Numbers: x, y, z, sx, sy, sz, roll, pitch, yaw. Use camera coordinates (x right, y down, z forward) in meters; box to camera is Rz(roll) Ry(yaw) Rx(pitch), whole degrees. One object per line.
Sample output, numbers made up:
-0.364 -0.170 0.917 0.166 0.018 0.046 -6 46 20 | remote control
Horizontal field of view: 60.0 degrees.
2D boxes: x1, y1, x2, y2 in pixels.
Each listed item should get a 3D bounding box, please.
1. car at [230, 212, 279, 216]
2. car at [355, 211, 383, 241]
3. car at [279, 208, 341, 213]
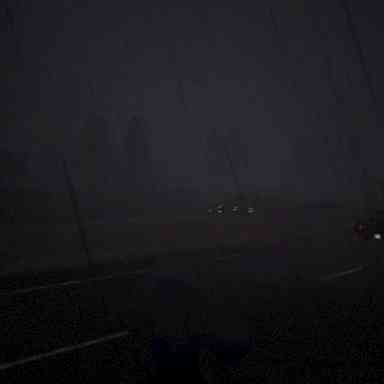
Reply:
5.183 1.223 24.958 4.553 1.767 2.097 -1 0 -36 | car
9.309 1.484 14.742 4.718 1.301 1.895 -1 0 -36 | car
8.621 1.333 23.117 5.008 1.535 1.882 -1 0 -36 | car
